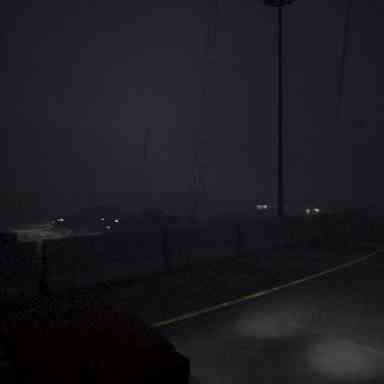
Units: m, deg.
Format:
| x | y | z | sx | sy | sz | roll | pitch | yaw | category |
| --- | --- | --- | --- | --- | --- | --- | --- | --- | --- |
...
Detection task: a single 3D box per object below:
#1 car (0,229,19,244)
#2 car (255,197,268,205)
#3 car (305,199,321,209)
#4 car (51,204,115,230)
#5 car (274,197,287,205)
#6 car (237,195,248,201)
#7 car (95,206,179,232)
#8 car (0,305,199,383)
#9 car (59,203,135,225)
| x | y | z | sx | sy | sz | roll | pitch | yaw | category |
| --- | --- | --- | --- | --- | --- | --- | --- | --- | --- |
| -8.490 | 1.641 | 10.973 | 4.718 | 1.301 | 1.895 | 0 | 0 | -36 | car |
| 13.038 | 1.657 | 62.730 | 2.128 | 1.511 | 4.902 | 0 | 0 | 4 | car |
| 17.088 | 1.674 | 47.234 | 1.994 | 1.385 | 4.181 | 0 | 0 | 16 | car |
| -6.575 | 1.572 | 21.625 | 4.892 | 1.490 | 1.837 | 0 | 0 | -44 | car |
| 16.510 | 1.680 | 62.310 | 1.812 | 1.442 | 4.674 | 0 | 0 | 4 | car |
| 9.549 | 1.170 | 63.007 | 2.097 | 1.767 | 4.553 | 0 | 0 | 4 | car |
| -3.080 | 1.660 | 20.093 | 4.718 | 1.301 | 1.895 | 0 | 0 | -45 | car |
| -2.267 | 1.611 | 2.275 | 4.718 | 1.301 | 1.895 | 0 | 0 | -36 | car |
| -7.230 | 1.626 | 25.752 | 2.033 | 1.411 | 5.357 | 0 | 0 | 44 | car |
